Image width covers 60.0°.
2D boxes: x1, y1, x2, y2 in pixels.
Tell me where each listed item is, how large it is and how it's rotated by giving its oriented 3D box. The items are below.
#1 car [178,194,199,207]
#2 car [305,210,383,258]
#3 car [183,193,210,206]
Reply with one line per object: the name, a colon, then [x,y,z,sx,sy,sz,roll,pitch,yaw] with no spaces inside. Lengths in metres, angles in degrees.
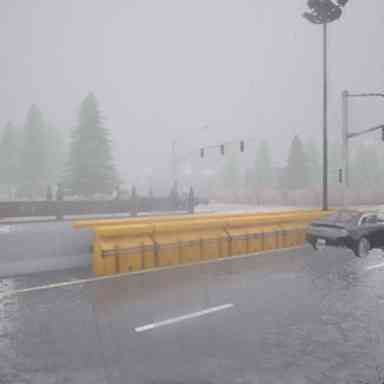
car: [-1.691,1.389,48.456,2.128,1.511,4.902,0,0,-35]
car: [6.336,1.446,12.573,4.902,1.511,2.128,0,0,-35]
car: [0.407,1.109,51.543,2.150,2.045,5.566,0,0,-35]
